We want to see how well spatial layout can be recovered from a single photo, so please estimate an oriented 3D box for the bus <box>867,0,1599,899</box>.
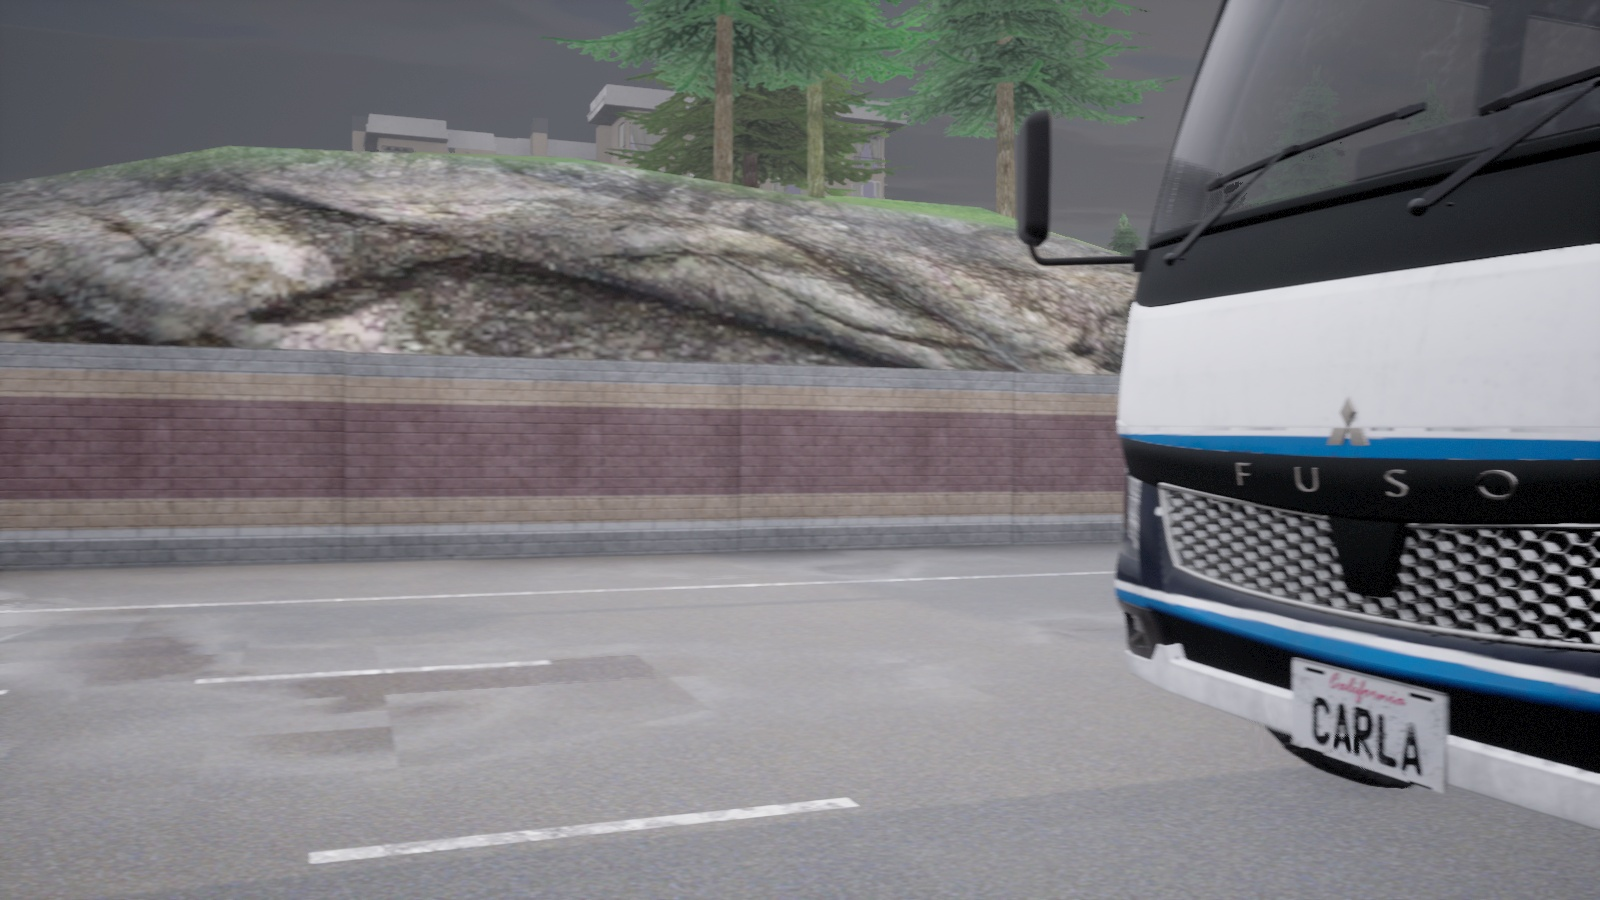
[{"bbox_3d":[5.804,-0.730,5.433,10.273,4.253,3.944,-1,1,-21],"label":"bus"}]
